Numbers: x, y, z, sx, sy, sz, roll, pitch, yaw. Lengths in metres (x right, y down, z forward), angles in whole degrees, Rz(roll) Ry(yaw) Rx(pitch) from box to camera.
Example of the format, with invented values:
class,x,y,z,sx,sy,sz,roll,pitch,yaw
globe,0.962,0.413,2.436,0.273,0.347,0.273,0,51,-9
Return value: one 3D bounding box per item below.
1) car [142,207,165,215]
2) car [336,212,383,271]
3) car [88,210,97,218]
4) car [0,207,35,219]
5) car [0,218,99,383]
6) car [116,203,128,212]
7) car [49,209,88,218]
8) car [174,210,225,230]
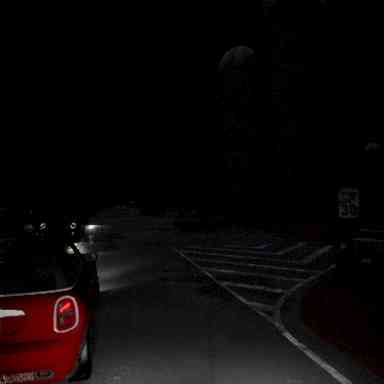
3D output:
class,x,y,z,sx,sy,sz,roll,pitch,yaw
car,-6.888,3.321,59.191,4.181,1.381,1.994,0,-2,-13
car,6.445,1.645,11.097,3.866,1.878,1.905,2,-2,-43
car,-10.654,2.538,33.490,2.033,1.411,5.357,0,-2,-12
car,-5.688,1.467,9.390,2.150,2.045,5.566,0,-2,-16
car,-2.708,1.487,5.506,2.097,1.767,4.553,0,-2,-15
car,-17.196,3.638,80.513,2.150,2.045,5.566,0,-2,-12
car,-7.820,1.936,20.284,2.097,1.767,4.553,0,-2,-12
car,0.576,2.264,27.051,3.988,1.617,1.851,0,-2,-13
